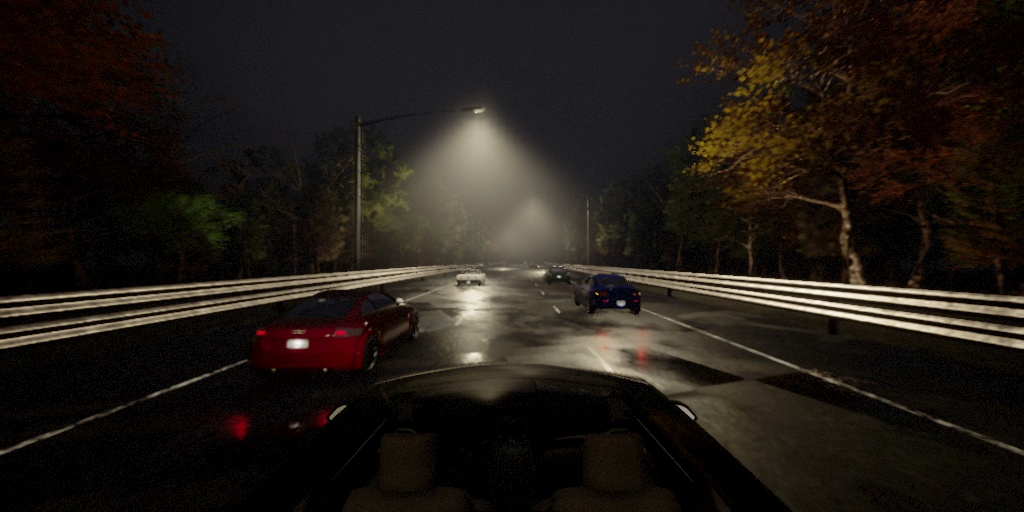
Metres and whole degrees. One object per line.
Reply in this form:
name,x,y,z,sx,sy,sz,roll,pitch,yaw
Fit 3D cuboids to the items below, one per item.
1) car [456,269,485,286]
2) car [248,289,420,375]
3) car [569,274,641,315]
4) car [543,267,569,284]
car,-3.209,1.681,28.855,1.895,1.301,4.718,0,-1,1
car,-3.386,1.386,7.687,1.994,1.385,4.181,0,-1,0
car,3.649,1.431,14.250,1.812,1.442,4.674,0,-1,0
car,3.823,1.672,30.986,1.994,1.385,4.181,0,-1,1
